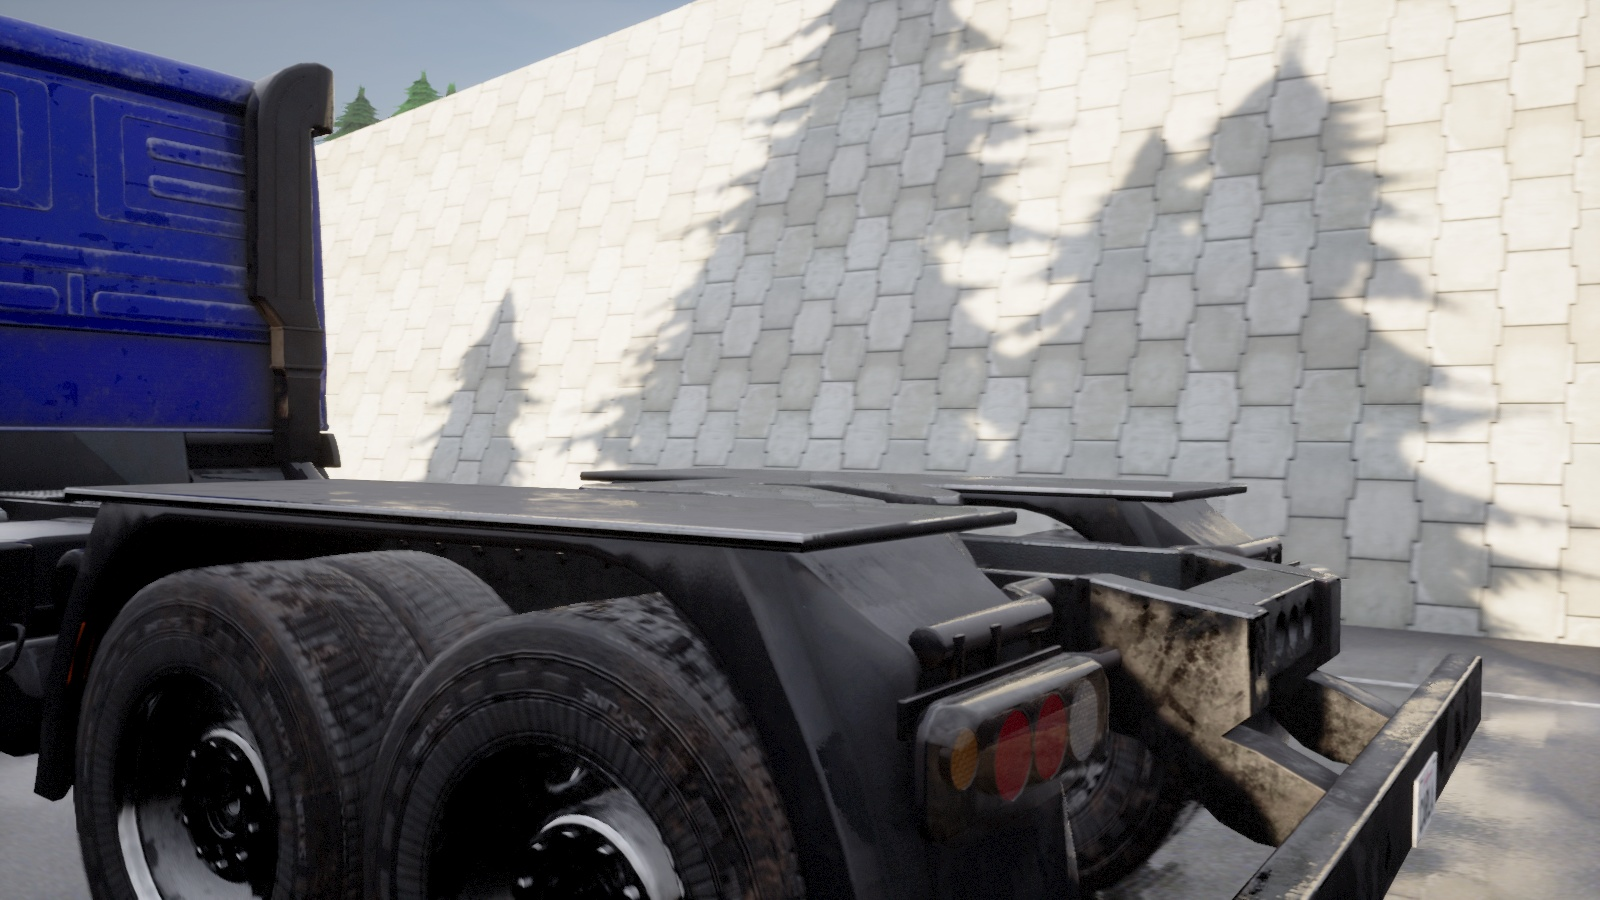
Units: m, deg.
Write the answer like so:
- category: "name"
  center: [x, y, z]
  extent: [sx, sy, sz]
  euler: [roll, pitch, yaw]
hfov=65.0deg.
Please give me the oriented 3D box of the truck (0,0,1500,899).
- category: "truck"
  center: [-1.935, -0.300, 4.890]
  extent: [7.936, 3.462, 2.891]
  euler: [0, 1, 34]
